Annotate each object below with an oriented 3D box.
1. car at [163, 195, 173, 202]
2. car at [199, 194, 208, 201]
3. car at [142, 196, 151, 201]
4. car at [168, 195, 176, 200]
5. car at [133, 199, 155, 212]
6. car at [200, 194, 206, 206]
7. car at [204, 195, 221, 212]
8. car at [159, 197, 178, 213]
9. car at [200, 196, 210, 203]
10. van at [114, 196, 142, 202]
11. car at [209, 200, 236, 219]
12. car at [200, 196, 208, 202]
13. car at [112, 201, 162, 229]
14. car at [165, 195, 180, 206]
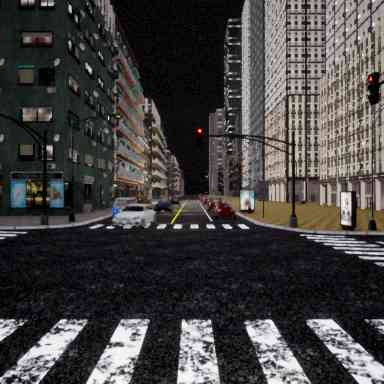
[{"bbox_3d":[-5.589,1.491,78.218,1.967,1.590,4.097,0,0,0],"label":"car"},{"bbox_3d":[2.799,1.373,83.735,2.192,1.841,5.009,0,0,0],"label":"car"},{"bbox_3d":[-5.641,1.327,33.997,2.192,1.841,5.009,0,0,0],"label":"car"},{"bbox_3d":[-5.570,1.639,94.801,1.947,1.339,4.313,0,0,0],"label":"car"},{"bbox_3d":[-5.636,1.560,39.525,1.887,1.381,4.507,0,0,0],"label":"car"},{"bbox_3d":[2.765,1.467,56.097,1.967,1.590,4.097,0,0,0],"label":"car"},{"bbox_3d":[2.745,1.455,39.514,1.967,1.590,4.097,0,0,0],"label":"car"},{"bbox_3d":[-3.054,1.561,37.287,2.033,1.411,5.357,0,0,0],"label":"car"},{"bbox_3d":[2.784,1.590,72.679,1.887,1.381,4.507,0,0,0],"label":"car"},{"bbox_3d":[-5.648,1.351,28.469,1.690,1.788,3.998,0,0,0],"label":"van"},{"bbox_3d":[2.731,1.591,28.458,1.802,1.307,4.206,0,0,0],"label":"car"},{"bbox_3d":[2.791,1.633,78.207,1.802,1.307,4.206,0,0,0],"label":"car"},{"bbox_3d":[-3.643,1.531,22.016,1.812,1.442,4.674,0,0,9],"label":"car"},{"bbox_3d":[-3.003,1.591,55.813,1.994,1.385,4.181,0,0,0],"label":"car"}]
